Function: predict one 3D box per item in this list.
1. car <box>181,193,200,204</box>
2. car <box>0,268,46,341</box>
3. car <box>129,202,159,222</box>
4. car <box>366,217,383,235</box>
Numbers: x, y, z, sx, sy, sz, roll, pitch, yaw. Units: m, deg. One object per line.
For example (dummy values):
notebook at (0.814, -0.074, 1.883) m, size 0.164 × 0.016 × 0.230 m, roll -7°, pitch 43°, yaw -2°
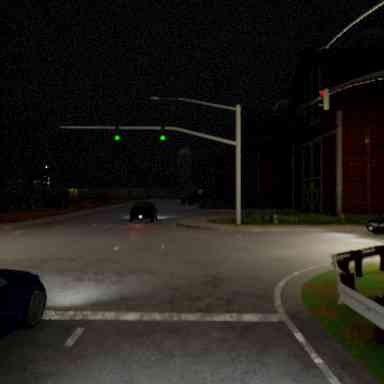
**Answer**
car at (-0.238, 1.207, 62.756) m, size 1.905 × 1.878 × 3.866 m, roll -8°, pitch 3°, yaw -43°
car at (-3.468, 1.536, 3.969) m, size 1.812 × 1.442 × 4.674 m, roll 0°, pitch 0°, yaw -1°
car at (-3.785, 1.538, 26.612) m, size 1.837 × 1.490 × 4.892 m, roll 0°, pitch 0°, yaw -1°
car at (11.288, 1.548, 16.705) m, size 4.674 × 1.442 × 1.812 m, roll 0°, pitch 0°, yaw 0°
